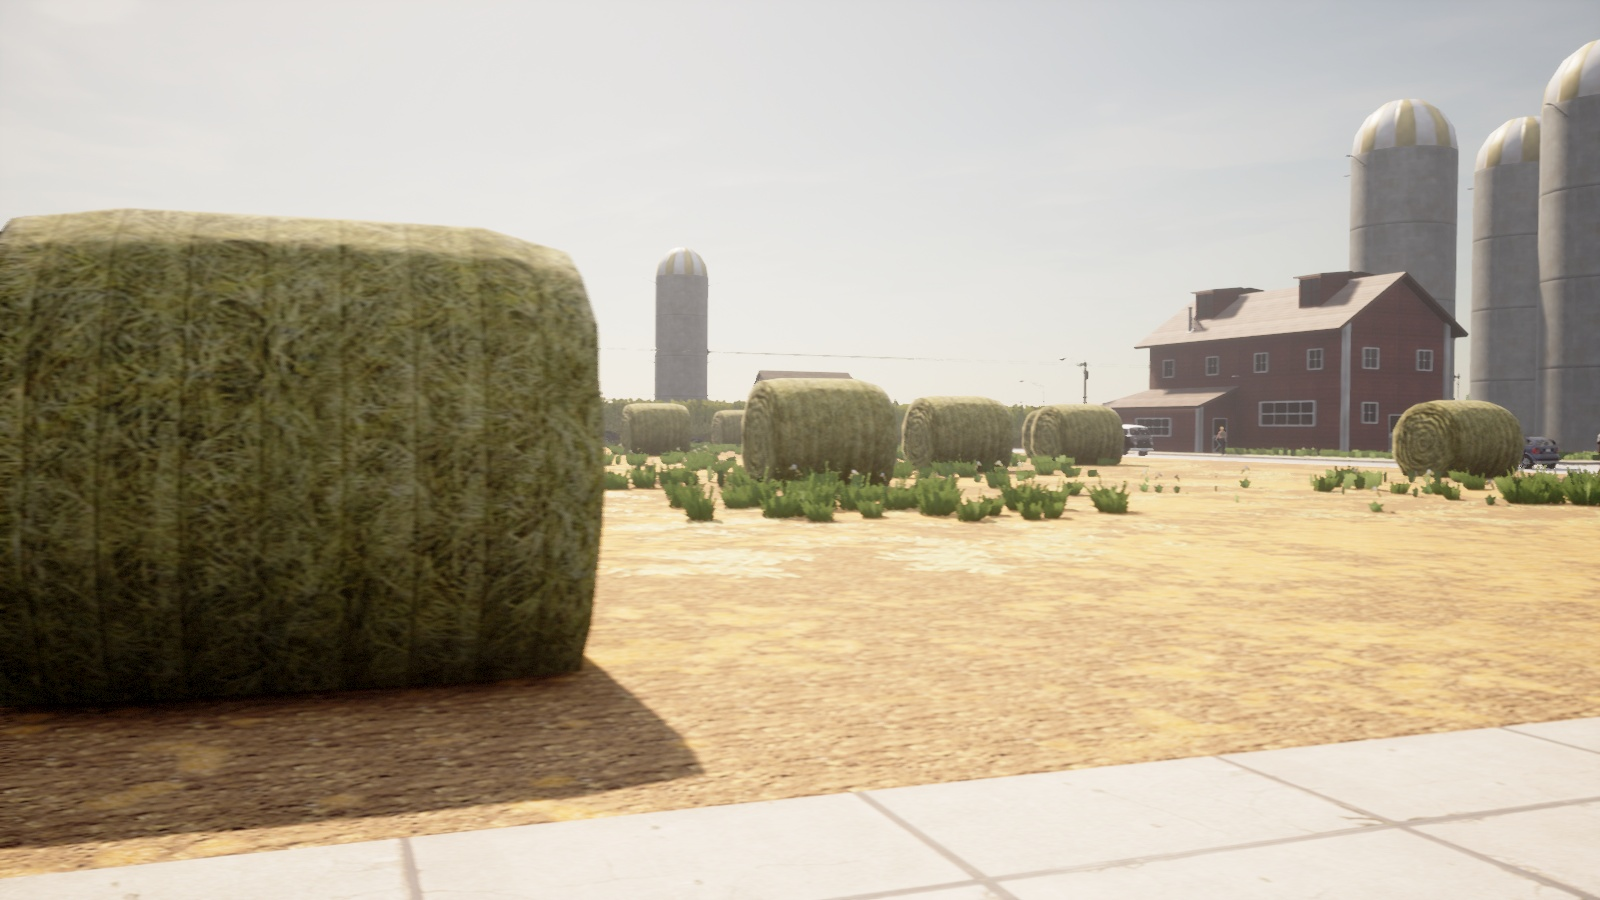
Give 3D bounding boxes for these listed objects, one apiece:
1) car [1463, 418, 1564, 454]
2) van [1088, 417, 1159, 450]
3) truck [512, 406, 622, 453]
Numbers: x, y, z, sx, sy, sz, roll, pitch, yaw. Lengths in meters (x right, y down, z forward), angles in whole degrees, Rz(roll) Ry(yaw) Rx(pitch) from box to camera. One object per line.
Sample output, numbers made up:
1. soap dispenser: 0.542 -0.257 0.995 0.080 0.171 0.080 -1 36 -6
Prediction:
1. car: 32.738 -0.627 57.690 1.789 1.549 3.705 -3 1 -22
2. van: 20.349 -1.039 79.204 2.069 2.038 4.480 -1 1 -22
3. truck: -17.924 -1.572 96.633 7.936 3.462 2.891 -1 1 -21
